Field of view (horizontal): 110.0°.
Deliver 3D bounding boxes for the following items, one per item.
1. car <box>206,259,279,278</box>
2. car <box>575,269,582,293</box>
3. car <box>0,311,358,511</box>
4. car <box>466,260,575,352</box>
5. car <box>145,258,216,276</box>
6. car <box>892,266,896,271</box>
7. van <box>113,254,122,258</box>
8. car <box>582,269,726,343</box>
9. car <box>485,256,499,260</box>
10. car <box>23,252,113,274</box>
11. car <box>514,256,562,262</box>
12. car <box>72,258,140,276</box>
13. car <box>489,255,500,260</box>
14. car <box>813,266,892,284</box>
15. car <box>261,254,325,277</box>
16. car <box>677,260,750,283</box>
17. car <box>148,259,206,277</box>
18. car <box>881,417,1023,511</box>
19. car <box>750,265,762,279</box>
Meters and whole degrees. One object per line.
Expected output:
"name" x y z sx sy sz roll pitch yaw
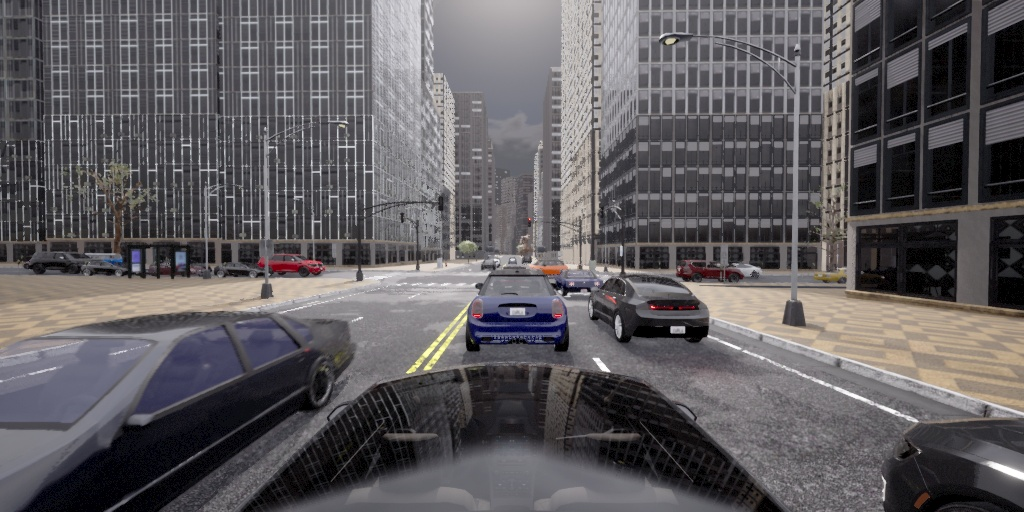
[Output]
"car" -22.686 1.174 30.279 4.313 1.339 1.948 0 0 1
"car" 3.378 1.341 19.007 1.895 1.301 4.718 0 0 0
"car" -3.352 1.297 3.338 2.033 1.411 5.357 0 0 0
"car" 0.111 1.099 9.091 2.097 1.767 4.553 0 0 0
"car" -30.591 0.997 33.159 4.892 1.490 1.837 1 1 1
"car" 33.156 1.685 29.371 4.207 1.307 1.802 0 0 1
"van" -45.228 0.605 39.283 3.998 1.789 1.690 0 0 1
"car" 3.362 1.251 9.697 1.837 1.490 4.892 0 0 0
"car" -3.265 1.193 50.625 1.882 1.535 5.008 0 0 0
"car" -41.328 0.616 33.402 5.566 2.045 2.150 1 1 2
"car" 2.941 1.132 33.458 4.553 1.767 2.097 0 1 -24
"car" -34.050 1.069 30.604 4.313 1.339 1.948 0 0 1
"car" -3.235 0.925 60.573 2.150 2.045 5.566 0 0 0
"car" 27.686 1.579 29.474 4.829 1.417 1.751 0 0 1
"car" -20.232 0.808 32.928 5.566 2.045 2.150 0 1 1
"car" 16.238 1.269 29.689 5.009 1.841 2.192 0 0 1
"car" -28.370 1.138 30.422 4.207 1.307 1.802 0 0 1
"car" 3.344 1.255 0.298 1.837 1.490 4.892 0 0 0
"car" 22.049 1.437 35.357 4.674 1.442 1.812 1 1 1
